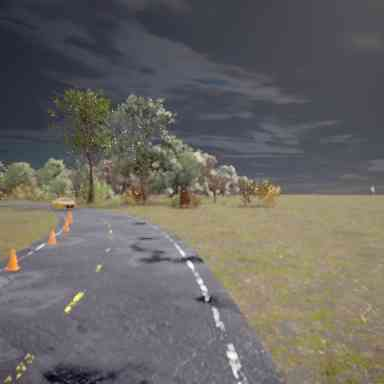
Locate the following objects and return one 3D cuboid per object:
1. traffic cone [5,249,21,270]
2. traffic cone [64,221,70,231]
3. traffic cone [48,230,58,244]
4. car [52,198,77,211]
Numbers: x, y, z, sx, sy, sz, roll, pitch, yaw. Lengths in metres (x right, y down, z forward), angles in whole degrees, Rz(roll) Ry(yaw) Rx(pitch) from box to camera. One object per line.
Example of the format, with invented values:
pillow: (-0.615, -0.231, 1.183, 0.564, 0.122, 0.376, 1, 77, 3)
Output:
traffic cone: (-5.249, 1.960, 9.766, 0.340, 0.580, 0.340, 0, 0, -8)
traffic cone: (-7.234, 1.941, 19.239, 0.340, 0.580, 0.340, 0, 0, -15)
traffic cone: (-6.090, 1.949, 14.534, 0.340, 0.580, 0.340, 0, 0, -12)
car: (-15.898, 1.458, 41.264, 1.882, 1.535, 5.008, 0, 0, -38)
